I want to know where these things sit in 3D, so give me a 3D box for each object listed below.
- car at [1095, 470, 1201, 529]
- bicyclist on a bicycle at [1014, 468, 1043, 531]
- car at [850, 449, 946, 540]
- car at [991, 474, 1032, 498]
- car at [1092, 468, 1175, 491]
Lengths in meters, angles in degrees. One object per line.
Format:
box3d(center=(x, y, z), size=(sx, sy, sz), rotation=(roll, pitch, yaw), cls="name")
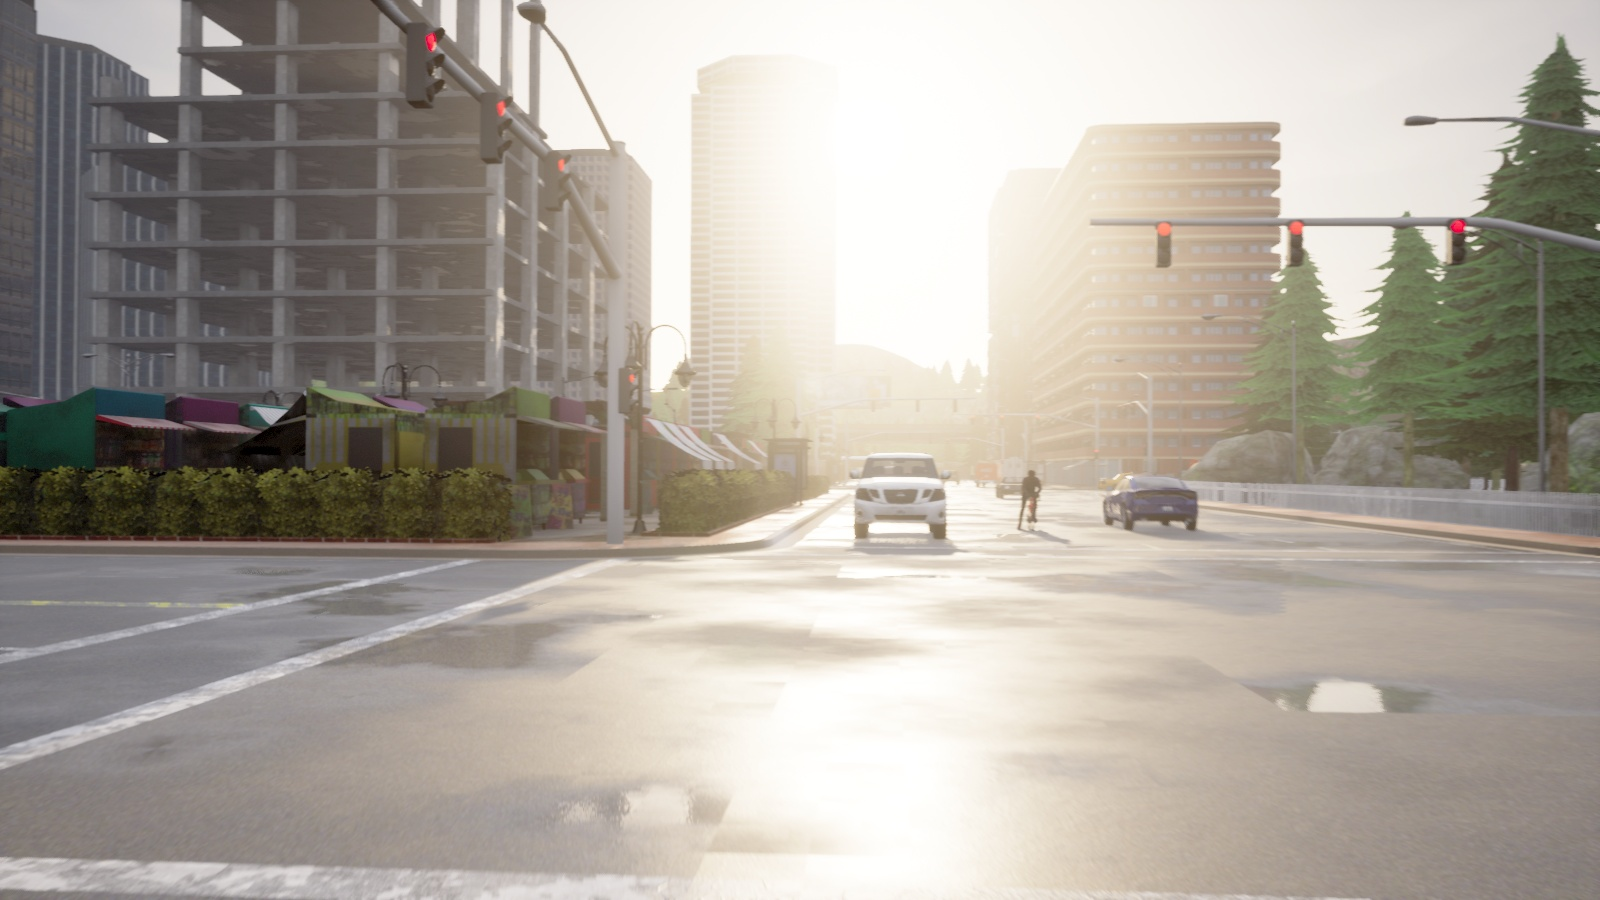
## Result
box3d(center=(9.737, 1.344, 35.512), size=(1.882, 1.535, 5.008), rotation=(0, -1, 4), cls="car")
box3d(center=(6.078, 1.300, 33.429), size=(0.582, 1.620, 1.656), rotation=(0, -1, 4), cls="bicyclist on a bicycle")
box3d(center=(2.407, 1.044, 31.085), size=(2.150, 2.045, 5.566), rotation=(0, -1, 4), cls="car")
box3d(center=(12.358, 2.091, 73.482), size=(1.895, 1.301, 4.718), rotation=(0, -1, 4), cls="car")
box3d(center=(23.436, 2.079, 88.417), size=(5.366, 1.575, 1.801), rotation=(0, -1, 2), cls="car")
